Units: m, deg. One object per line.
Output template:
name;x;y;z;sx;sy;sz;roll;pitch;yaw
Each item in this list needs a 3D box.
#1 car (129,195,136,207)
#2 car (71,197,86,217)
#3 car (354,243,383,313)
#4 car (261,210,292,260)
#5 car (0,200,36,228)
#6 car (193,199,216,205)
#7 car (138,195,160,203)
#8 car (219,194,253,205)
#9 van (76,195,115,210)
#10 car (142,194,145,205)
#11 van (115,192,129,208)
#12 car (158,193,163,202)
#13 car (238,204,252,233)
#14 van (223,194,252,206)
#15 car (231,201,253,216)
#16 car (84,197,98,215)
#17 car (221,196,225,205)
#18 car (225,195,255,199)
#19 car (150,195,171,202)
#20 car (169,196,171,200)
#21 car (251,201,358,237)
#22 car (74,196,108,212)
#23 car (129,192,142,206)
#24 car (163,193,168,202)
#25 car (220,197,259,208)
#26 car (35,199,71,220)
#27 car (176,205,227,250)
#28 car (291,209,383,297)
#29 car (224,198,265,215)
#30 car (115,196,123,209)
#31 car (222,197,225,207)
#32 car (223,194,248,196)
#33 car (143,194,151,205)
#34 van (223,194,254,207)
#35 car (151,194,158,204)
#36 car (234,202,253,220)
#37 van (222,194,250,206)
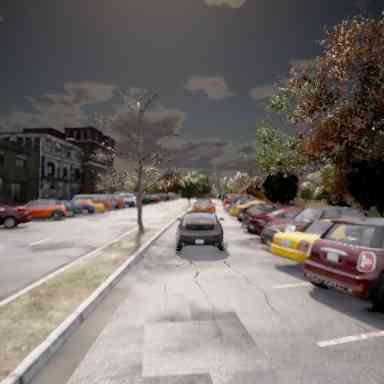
car;-11.164;1.576;48.155;5.008;1.535;2.097;-1;0;-16
car;-12.437;1.541;30.121;4.892;1.521;2.231;-1;0;-17
car;4.858;1.534;4.514;4.674;1.452;2.002;1;0;-19
car;5.139;1.503;10.497;5.366;1.575;1.946;1;0;-18
car;-12.936;1.520;21.068;5.008;1.535;2.097;-1;0;-18
car;1.195;1.411;31.835;2.097;1.767;4.553;0;0;4
car;-9.296;1.495;72.134;4.553;1.767;2.185;-1;0;-16
car;8.069;1.335;60.828;5.566;2.045;2.435;1;0;-16
van;-11.727;1.331;39.183;4.442;1.987;1.878;-1;0;-16
car;-10.709;1.587;54.148;5.008;1.535;2.097;-1;0;-16
van;-11.281;1.343;45.191;4.442;1.987;1.878;-1;0;-16
car;-9.539;1.364;69.147;5.566;2.045;2.435;-1;0;-16
car;5.130;1.512;16.357;5.008;1.535;2.097;1;0;-18
van;7.483;1.348;54.847;4.442;1.987;1.878;1;0;-16
car;5.410;1.552;22.289;4.792;1.488;2.163;1;0;-17
car;-12.265;1.547;33.135;5.008;1.535;2.097;-1;0;-16
car;6.090;1.541;37.022;5.366;1.575;1.946;1;0;-16
car;5.842;1.410;31.146;4.553;1.767;2.185;1;0;-16
car;-8.304;1.622;87.121;5.366;1.575;1.946;-1;0;-15
car;-8.395;1.381;84.145;5.566;2.045;2.435;-1;0;-15
car;5.074;1.383;13.402;4.553;1.767;2.185;1;0;-18
car;-12.227;1.552;36.084;5.366;1.575;1.946;-1;0;-16
car;-10.962;1.331;51.140;5.566;2.045;2.435;-1;0;-16
car;-8.853;1.632;78.136;5.008;1.535;2.097;-1;0;-15
car;6.966;1.561;48.892;5.366;1.575;1.946;1;0;-16
car;-12.606;1.408;27.107;4.553;1.767;2.185;-1;0;-17
car;0.358;1.534;14.432;1.837;1.490;4.892;0;0;2
car;4.876;1.373;7.467;4.553;1.767;2.185;1;0;-19
car;5.683;1.531;28.194;5.008;1.535;2.097;1;0;-16
car;-11.642;1.595;42.140;4.792;1.488;2.163;-1;0;-16
car;6.057;1.542;34.116;4.892;1.521;2.231;1;0;-16
car;6.509;1.300;40.053;5.566;2.045;2.435;1;0;-16
car;-10.506;1.342;57.131;5.566;2.045;2.435;-1;0;-16
van;7.261;1.343;51.877;4.442;1.987;1.878;1;0;-16
car;-9.999;1.352;63.151;5.566;2.045;2.435;-1;0;-16
car;5.220;1.546;19.301;4.792;1.488;2.163;1;0;-17
van;7.705;1.354;57.816;4.442;1.987;1.878;1;0;-16
